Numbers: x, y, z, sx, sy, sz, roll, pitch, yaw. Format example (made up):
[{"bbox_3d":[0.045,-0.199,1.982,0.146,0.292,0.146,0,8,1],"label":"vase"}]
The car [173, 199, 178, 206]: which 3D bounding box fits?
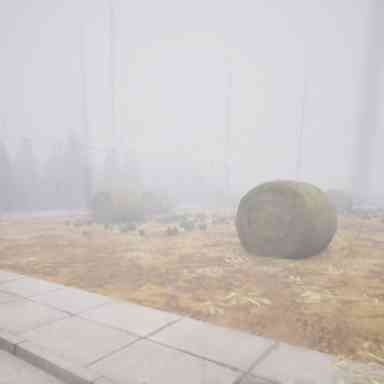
[{"bbox_3d":[-4.580,1.957,60.876,2.128,1.511,4.902,-1,-1,37],"label":"car"}]
